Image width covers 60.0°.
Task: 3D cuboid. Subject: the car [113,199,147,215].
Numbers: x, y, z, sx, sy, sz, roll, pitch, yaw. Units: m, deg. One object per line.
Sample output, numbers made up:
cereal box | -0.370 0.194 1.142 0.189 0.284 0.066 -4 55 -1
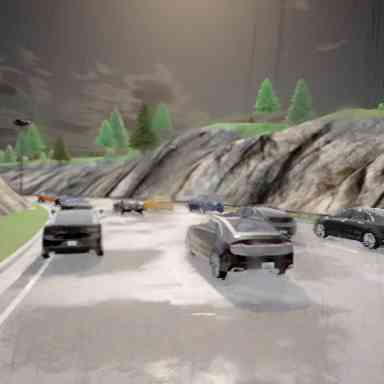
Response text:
car | -5.794 1.295 29.790 1.895 1.301 4.718 0 1 -24

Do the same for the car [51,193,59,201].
car | -16.162 1.080 42.268 1.994 1.385 4.181 0 1 -32

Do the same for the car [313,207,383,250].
car | 7.192 1.422 14.140 1.837 1.490 4.892 0 1 -15

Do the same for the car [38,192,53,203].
car | -22.847 0.735 52.387 2.097 1.767 4.553 0 1 -35

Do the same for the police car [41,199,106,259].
police car | -4.269 1.286 12.337 1.930 1.638 5.238 0 1 -16

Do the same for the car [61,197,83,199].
car | -7.152 1.270 21.029 1.837 1.490 4.892 0 1 -20

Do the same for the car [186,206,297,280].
car | 1.122 1.409 9.818 2.128 1.511 4.902 0 1 -14

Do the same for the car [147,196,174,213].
car | -3.339 1.160 32.768 1.882 1.535 5.008 0 1 -24

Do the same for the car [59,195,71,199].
car | -9.212 1.183 26.194 1.882 1.535 5.008 0 1 -23

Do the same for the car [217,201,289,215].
car | 3.060 1.379 15.876 1.837 1.490 4.892 0 0 -16

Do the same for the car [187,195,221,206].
car | 1.166 1.077 31.212 2.097 1.767 4.553 0 1 -23
